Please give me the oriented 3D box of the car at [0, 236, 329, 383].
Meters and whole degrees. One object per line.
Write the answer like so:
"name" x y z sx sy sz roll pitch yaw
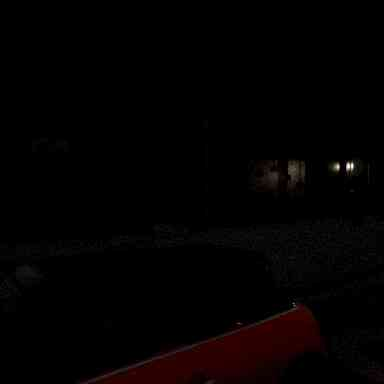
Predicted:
"car" -0.962 1.352 2.700 4.553 1.767 2.097 0 0 -35
